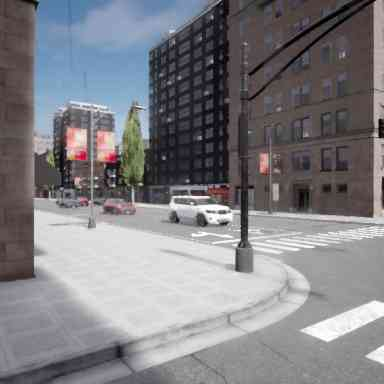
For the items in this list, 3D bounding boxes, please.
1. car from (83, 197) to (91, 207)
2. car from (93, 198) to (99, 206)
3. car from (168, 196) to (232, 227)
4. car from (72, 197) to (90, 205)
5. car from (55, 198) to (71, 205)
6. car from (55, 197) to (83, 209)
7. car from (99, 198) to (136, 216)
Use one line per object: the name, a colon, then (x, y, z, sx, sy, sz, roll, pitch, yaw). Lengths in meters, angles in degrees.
car: (-18.942, 1.743, 56.300, 1.812, 1.442, 4.674, 0, 0, -36)
car: (-16.227, 1.714, 58.085, 2.128, 1.511, 4.902, 0, 0, -36)
car: (0.410, 1.289, 23.616, 2.150, 2.045, 5.566, 0, 0, -36)
car: (-22.136, 1.749, 66.269, 2.128, 1.511, 4.902, 0, 0, -36)
car: (-25.310, 1.857, 65.113, 1.895, 1.301, 4.718, 0, 0, -36)
car: (-18.638, 1.738, 50.150, 2.033, 1.411, 5.357, 0, 0, -36)
car: (-7.621, 1.476, 34.738, 2.097, 1.767, 4.553, 0, -1, -36)
